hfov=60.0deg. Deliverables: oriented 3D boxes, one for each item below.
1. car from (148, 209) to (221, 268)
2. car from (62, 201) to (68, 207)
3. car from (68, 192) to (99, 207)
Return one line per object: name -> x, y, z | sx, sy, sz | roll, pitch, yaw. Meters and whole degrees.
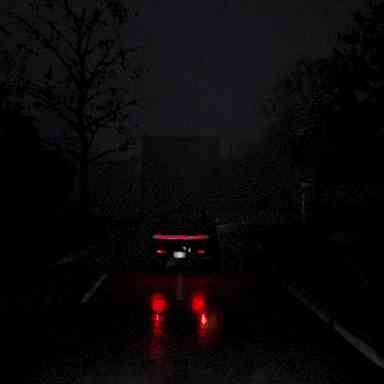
car -> -0.126, 1.290, 10.576 | 2.128, 1.511, 4.902 | 0, 1, 4
car -> -15.648, 0.950, 39.541 | 2.097, 1.535, 5.008 | -1, 1, -3
car -> -12.618, 0.763, 39.671 | 2.185, 1.767, 4.553 | -1, 1, -3
